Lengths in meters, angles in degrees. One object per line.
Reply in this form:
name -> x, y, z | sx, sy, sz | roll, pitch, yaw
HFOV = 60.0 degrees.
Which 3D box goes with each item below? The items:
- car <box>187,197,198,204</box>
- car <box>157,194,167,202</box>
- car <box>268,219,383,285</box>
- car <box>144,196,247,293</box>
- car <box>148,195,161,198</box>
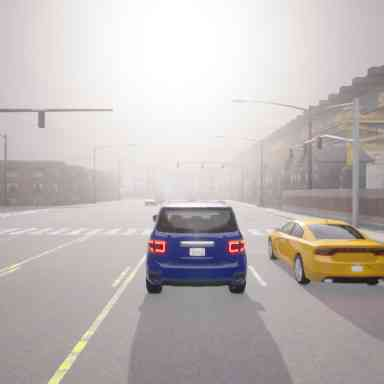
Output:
car -> 0.114, 1.636, 65.327 | 2.033, 1.411, 5.357 | 0, 0, 0
car -> -6.985, 1.441, 77.884 | 2.097, 1.767, 4.553 | 0, 0, 0
car -> 3.566, 1.502, 9.641 | 1.882, 1.535, 5.008 | 0, 0, 0
car -> 0.066, 1.236, 9.016 | 2.150, 2.045, 5.566 | 0, 0, -1
car -> -7.062, 1.606, 57.953 | 2.033, 1.411, 5.357 | 0, 0, 0
